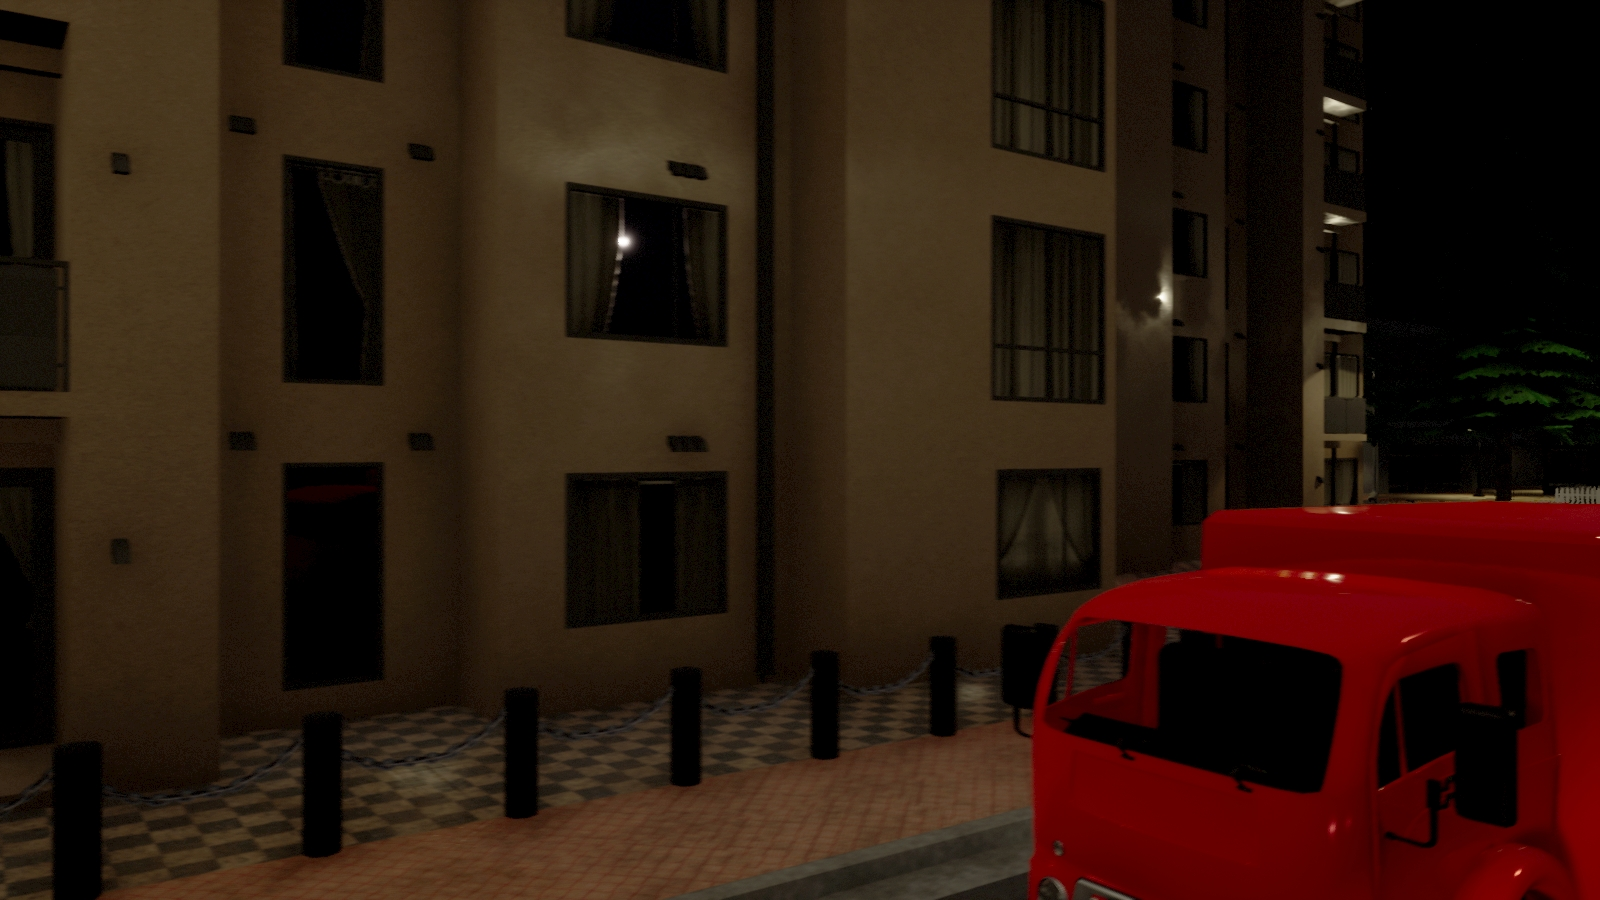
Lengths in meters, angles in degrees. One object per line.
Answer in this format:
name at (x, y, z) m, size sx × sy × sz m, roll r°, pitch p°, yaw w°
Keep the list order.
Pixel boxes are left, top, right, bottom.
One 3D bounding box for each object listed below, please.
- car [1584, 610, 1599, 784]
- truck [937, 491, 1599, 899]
car at (9.403, 2.086, 10.358) m, size 5.357 × 1.411 × 2.033 m, roll 0°, pitch 0°, yaw -35°
truck at (3.587, 1.548, 6.301) m, size 5.204 × 2.467 × 2.627 m, roll 0°, pitch 0°, yaw -35°
